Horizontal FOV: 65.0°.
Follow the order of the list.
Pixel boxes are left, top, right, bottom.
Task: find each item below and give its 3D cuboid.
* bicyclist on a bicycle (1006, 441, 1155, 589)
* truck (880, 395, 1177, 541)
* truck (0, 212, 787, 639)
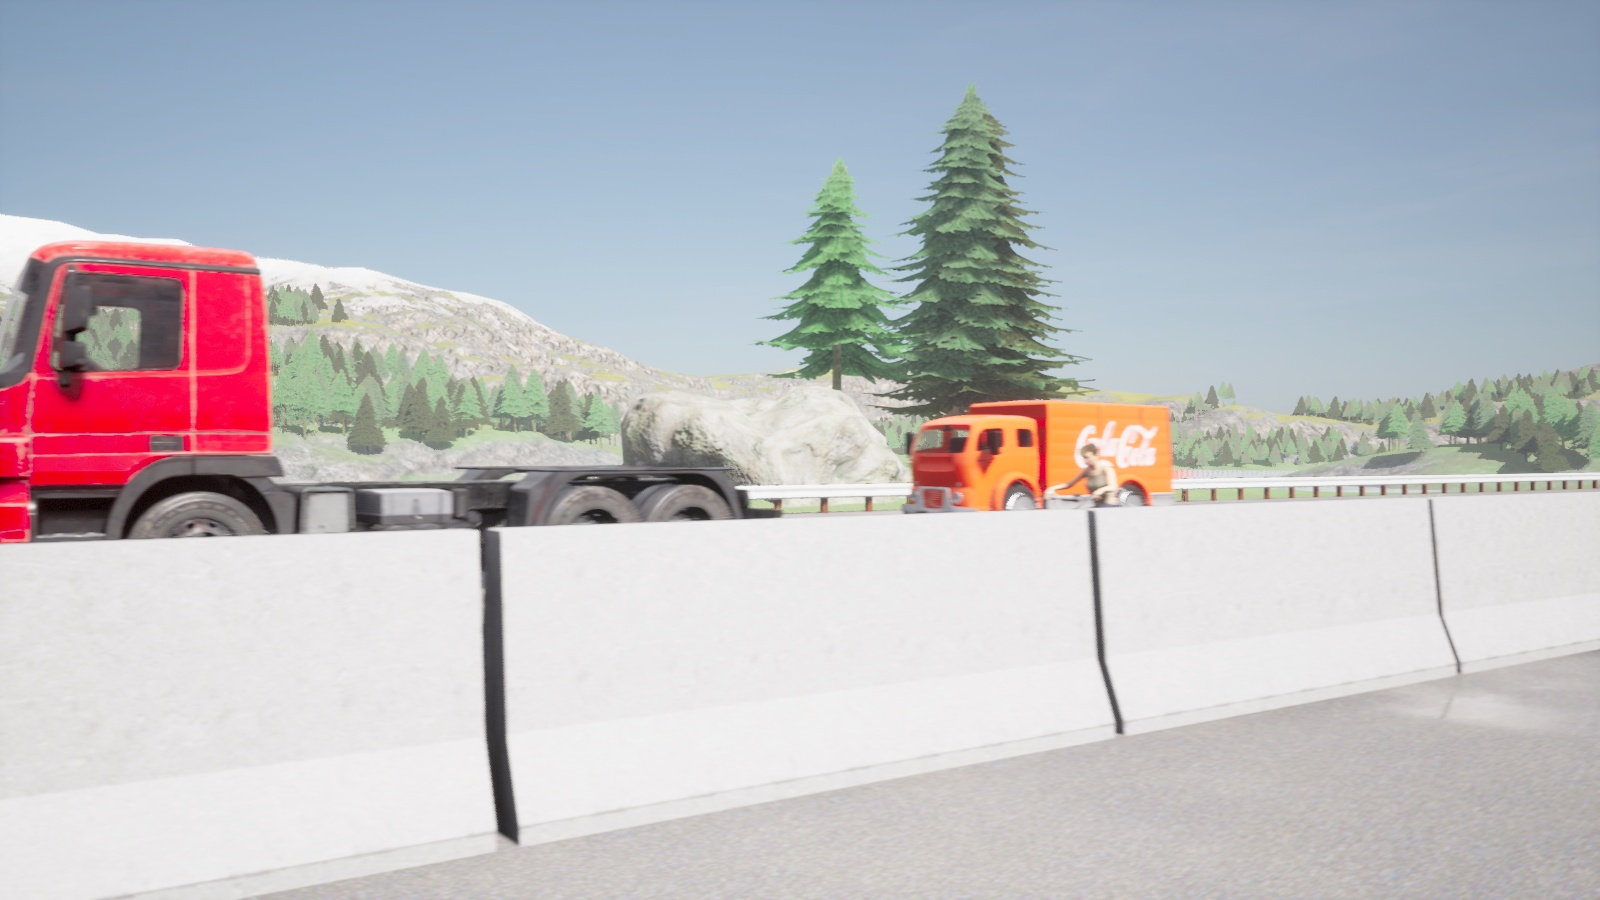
[{"bbox_3d":[3.226,0.710,14.427,1.509,1.612,0.866,0,0,-35],"label":"bicyclist on a bicycle"},{"bbox_3d":[4.368,0.307,23.756,5.204,2.467,2.627,0,0,-35],"label":"truck"},{"bbox_3d":[-4.235,-0.195,13.506,7.936,3.462,2.891,0,0,-35],"label":"truck"}]
